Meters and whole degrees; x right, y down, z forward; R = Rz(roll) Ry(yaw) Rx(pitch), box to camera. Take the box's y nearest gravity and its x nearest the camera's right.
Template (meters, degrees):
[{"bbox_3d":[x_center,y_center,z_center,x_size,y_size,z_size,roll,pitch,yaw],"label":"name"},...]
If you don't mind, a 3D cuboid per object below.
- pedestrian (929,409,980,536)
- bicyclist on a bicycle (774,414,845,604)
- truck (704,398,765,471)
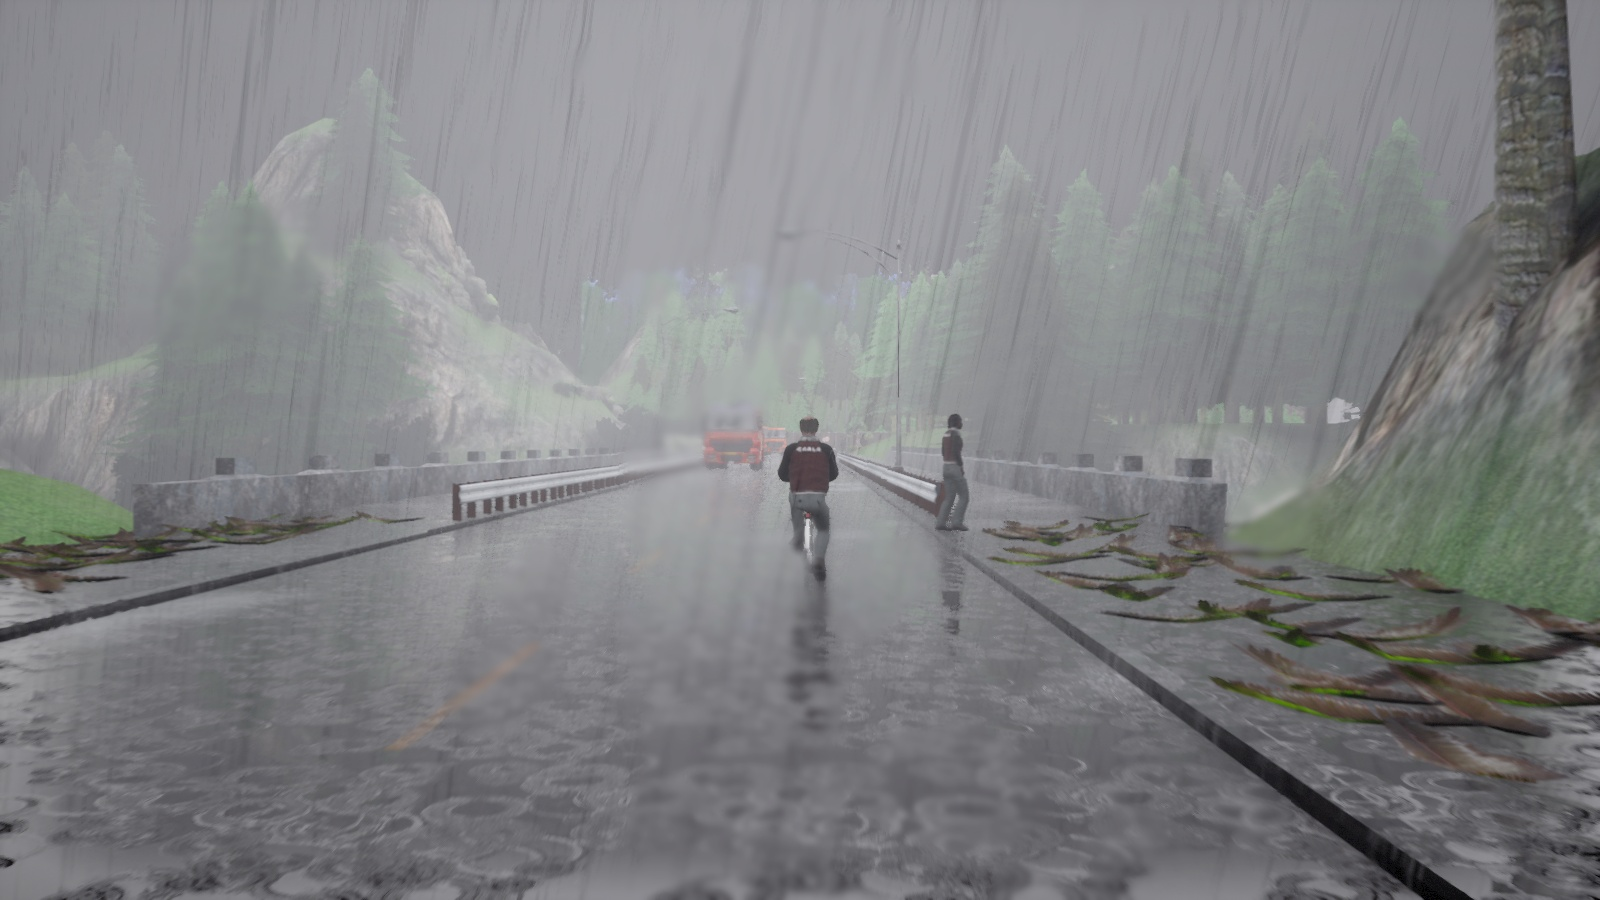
[{"bbox_3d":[2.377,0.341,19.299,0.666,1.930,0.402,0,0,-17],"label":"pedestrian"},{"bbox_3d":[0.091,0.546,12.676,0.659,1.776,1.843,0,0,0],"label":"bicyclist on a bicycle"},{"bbox_3d":[-3.566,-0.817,70.222,2.891,3.827,8.468,0,0,0],"label":"truck"}]
